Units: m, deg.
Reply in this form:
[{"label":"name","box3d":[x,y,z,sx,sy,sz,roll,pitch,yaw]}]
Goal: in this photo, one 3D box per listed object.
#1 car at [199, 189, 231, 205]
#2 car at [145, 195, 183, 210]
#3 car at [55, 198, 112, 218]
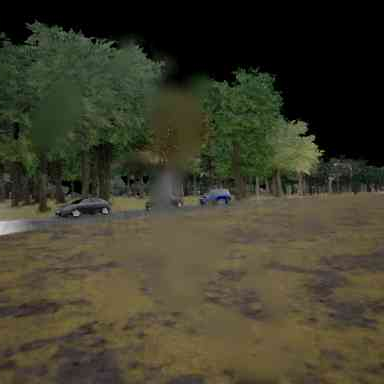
[{"label":"car","box3d":[3.167,0.648,44.672,2.150,2.045,5.566,-3,-1,35]},{"label":"car","box3d":[-2.953,1.064,36.017,1.882,1.535,5.008,-3,-1,35]},{"label":"car","box3d":[-8.925,1.257,27.571,1.837,1.490,4.892,-3,-1,35]}]
